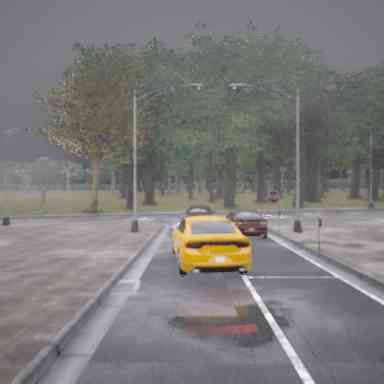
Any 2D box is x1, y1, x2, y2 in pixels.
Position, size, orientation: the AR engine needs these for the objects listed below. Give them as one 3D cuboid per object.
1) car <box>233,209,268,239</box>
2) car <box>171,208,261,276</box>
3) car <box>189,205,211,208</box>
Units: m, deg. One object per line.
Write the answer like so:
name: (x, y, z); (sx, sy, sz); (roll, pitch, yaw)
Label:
car: (2.652, 1.549, 17.043); (1.887, 1.381, 4.507); (-1, 0, 0)
car: (0.421, 1.480, 10.508); (1.882, 1.535, 5.008); (0, 0, -6)
car: (0.487, 1.521, 20.859); (1.812, 1.442, 4.674); (1, 0, 5)
